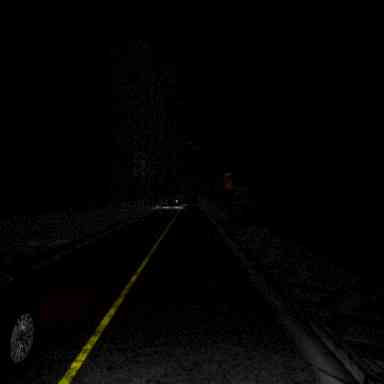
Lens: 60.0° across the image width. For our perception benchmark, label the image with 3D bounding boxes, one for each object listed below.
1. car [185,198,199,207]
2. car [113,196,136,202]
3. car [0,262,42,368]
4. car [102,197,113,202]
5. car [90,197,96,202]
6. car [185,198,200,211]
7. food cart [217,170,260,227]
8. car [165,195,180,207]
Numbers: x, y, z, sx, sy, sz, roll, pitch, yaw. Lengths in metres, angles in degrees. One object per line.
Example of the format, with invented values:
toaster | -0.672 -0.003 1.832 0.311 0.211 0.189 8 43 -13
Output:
car | -0.018 1.620 52.155 1.994 1.385 4.181 0 0 0
car | -13.567 1.453 68.568 4.097 1.590 1.967 0 -2 -1
car | -3.101 1.491 2.925 2.128 1.511 4.902 0 0 0
car | -19.035 1.822 77.076 4.313 1.339 1.947 0 -2 0
car | -24.521 1.841 77.066 4.206 1.307 1.802 0 -2 0
car | 0.058 1.579 41.033 2.033 1.411 5.357 0 0 0
food cart | 3.079 0.469 23.221 2.280 3.560 4.660 -2 -2 0
car | -3.077 1.408 52.418 2.097 1.767 4.553 0 0 0
